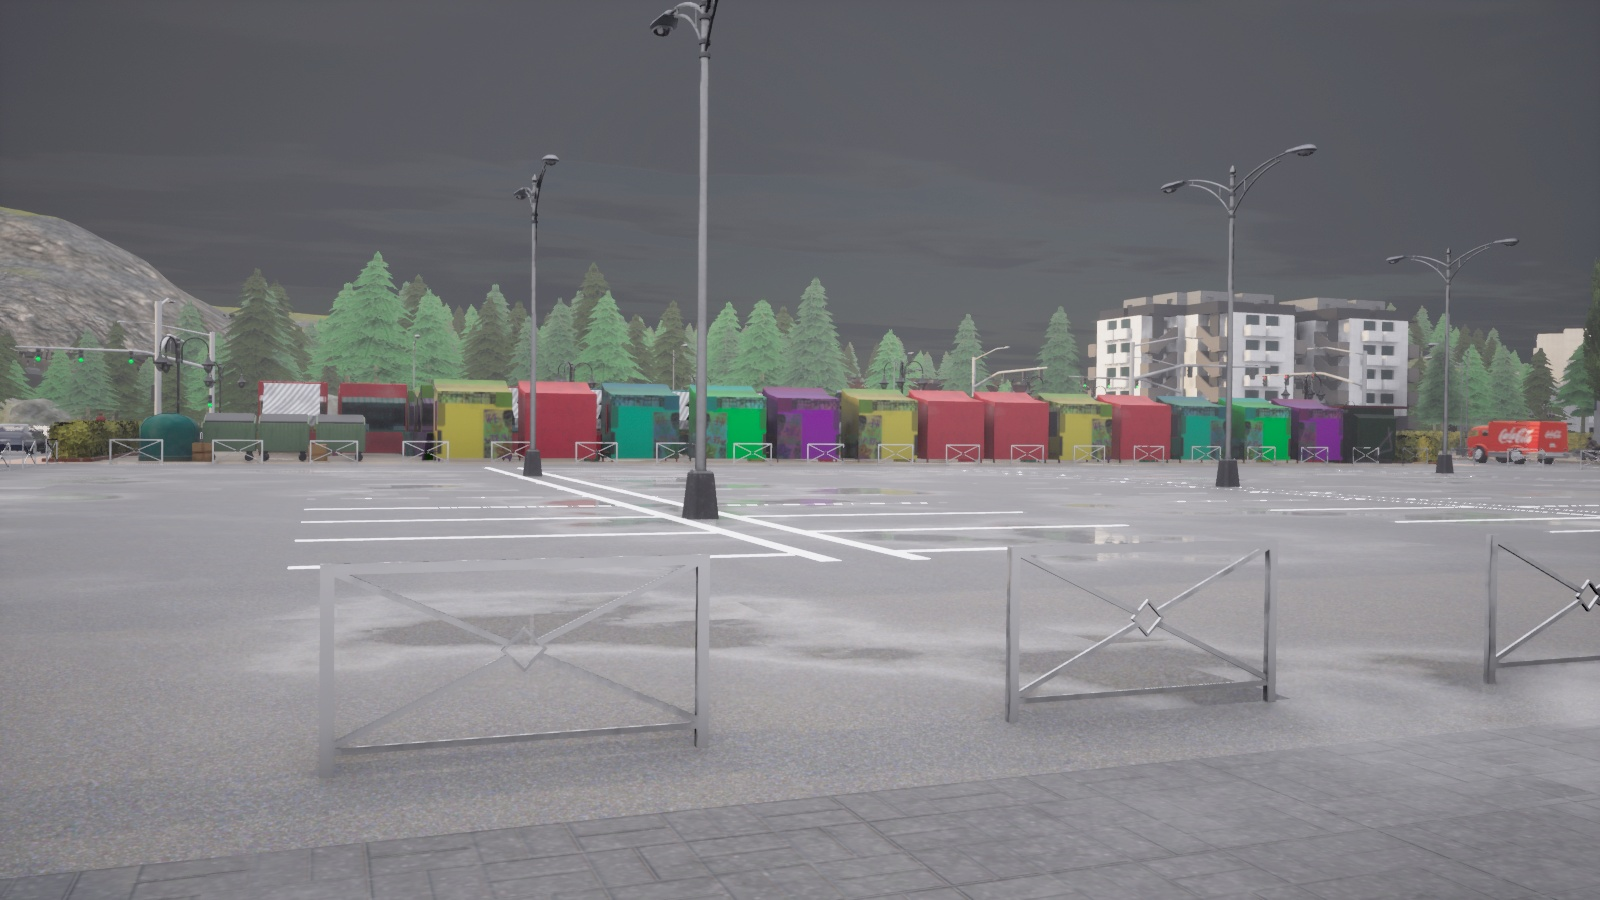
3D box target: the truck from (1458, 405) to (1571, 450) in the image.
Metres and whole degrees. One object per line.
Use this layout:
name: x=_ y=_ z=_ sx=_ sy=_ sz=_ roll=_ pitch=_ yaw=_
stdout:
truck: x=40.977 y=-1.306 z=72.208 sx=2.627 sy=2.467 sz=5.204 roll=-1 pitch=1 yaw=-19

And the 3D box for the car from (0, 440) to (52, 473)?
car: x=-35.242 y=0.267 z=56.541 sx=1.994 sy=1.385 sz=4.181 roll=-1 pitch=1 yaw=-21
